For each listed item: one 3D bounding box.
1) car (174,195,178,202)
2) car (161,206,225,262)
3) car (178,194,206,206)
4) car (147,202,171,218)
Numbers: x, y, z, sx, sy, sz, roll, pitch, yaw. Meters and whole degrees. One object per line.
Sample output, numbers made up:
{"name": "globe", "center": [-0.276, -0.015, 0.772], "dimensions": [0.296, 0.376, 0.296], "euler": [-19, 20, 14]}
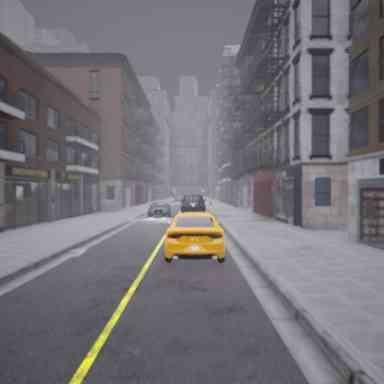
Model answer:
{"name": "car", "center": [-2.736, 1.444, 71.435], "dimensions": [2.128, 1.511, 4.902], "euler": [0, 0, 0]}
{"name": "car", "center": [0.096, 1.474, 12.140], "dimensions": [1.882, 1.535, 5.008], "euler": [0, 0, 0]}
{"name": "car", "center": [0.104, 1.213, 30.294], "dimensions": [2.150, 2.045, 5.566], "euler": [0, 0, 0]}
{"name": "car", "center": [-2.841, 1.555, 30.126], "dimensions": [1.994, 1.385, 4.181], "euler": [0, 0, 0]}
